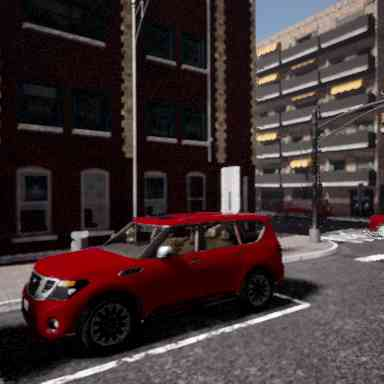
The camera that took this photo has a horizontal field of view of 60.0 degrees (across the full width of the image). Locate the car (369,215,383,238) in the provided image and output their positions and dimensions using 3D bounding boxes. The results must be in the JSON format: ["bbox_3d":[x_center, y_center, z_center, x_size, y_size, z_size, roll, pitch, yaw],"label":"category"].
[{"bbox_3d":[11.934,1.699,17.271,1.882,1.535,5.008,-1,0,-35],"label":"car"}]

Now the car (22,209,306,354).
[{"bbox_3d":[-0.368,1.348,6.319,5.009,1.841,2.192,1,-1,-35],"label":"car"}]

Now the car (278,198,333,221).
[{"bbox_3d":[10.038,1.488,29.766,2.192,1.841,5.009,-1,0,-35],"label":"car"}]
